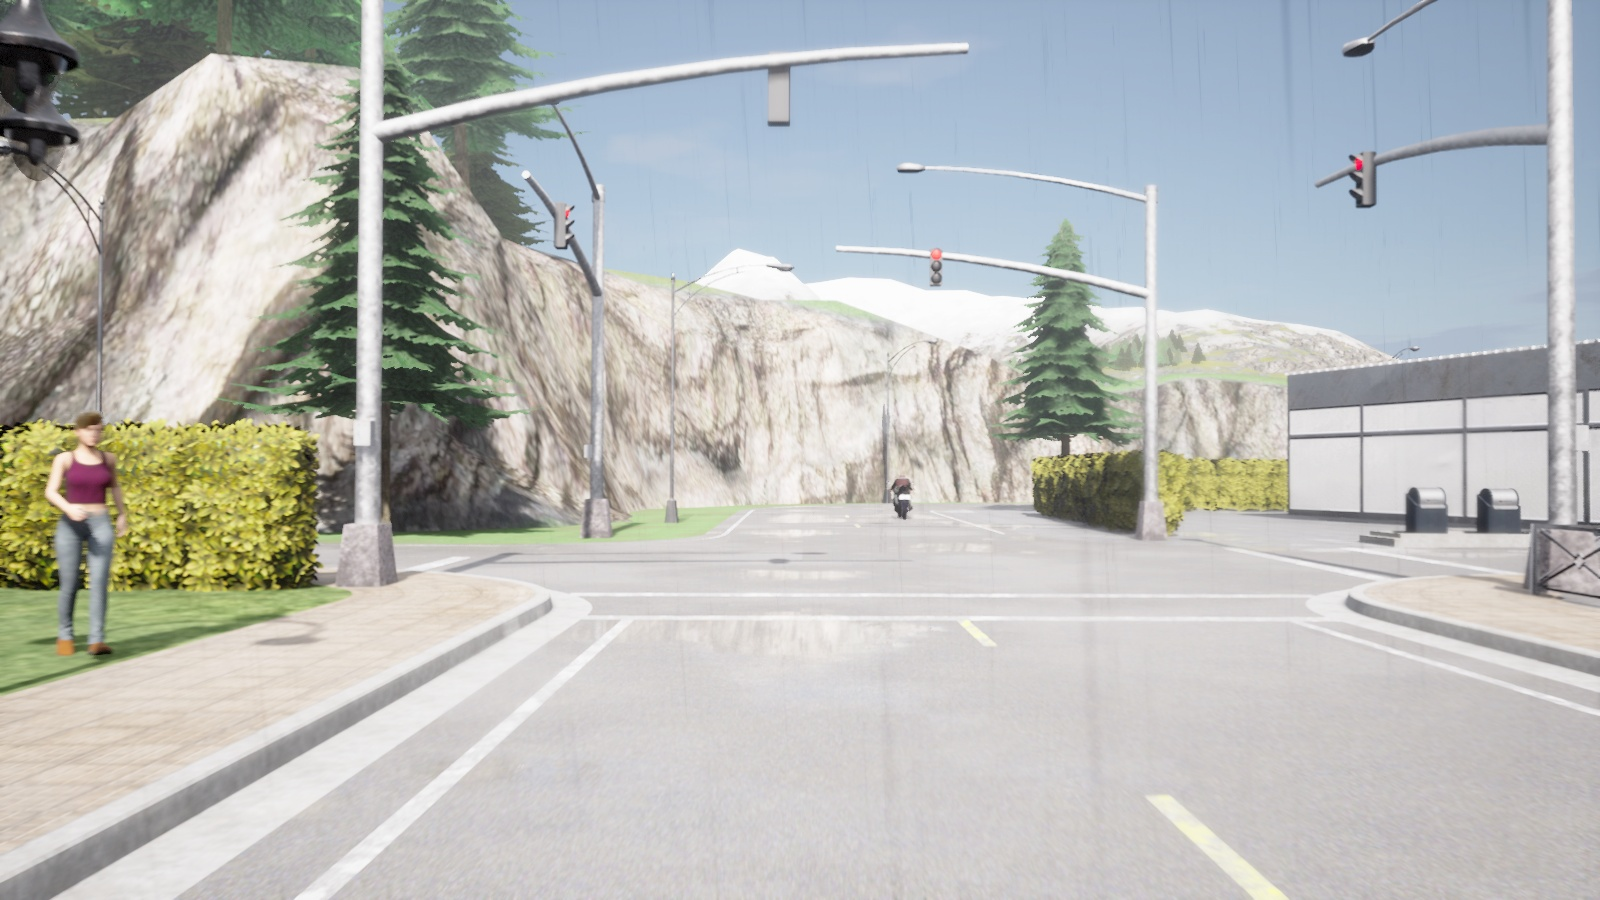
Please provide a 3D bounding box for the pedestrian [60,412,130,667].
[{"bbox_3d":[-5.262,0.648,9.368,0.345,1.836,0.594,1,-1,-39],"label":"pedestrian"}]

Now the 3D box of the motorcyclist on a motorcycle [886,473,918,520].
[{"bbox_3d":[3.395,1.536,41.819,0.866,1.530,2.191,0,-1,0],"label":"motorcyclist on a motorcycle"}]
